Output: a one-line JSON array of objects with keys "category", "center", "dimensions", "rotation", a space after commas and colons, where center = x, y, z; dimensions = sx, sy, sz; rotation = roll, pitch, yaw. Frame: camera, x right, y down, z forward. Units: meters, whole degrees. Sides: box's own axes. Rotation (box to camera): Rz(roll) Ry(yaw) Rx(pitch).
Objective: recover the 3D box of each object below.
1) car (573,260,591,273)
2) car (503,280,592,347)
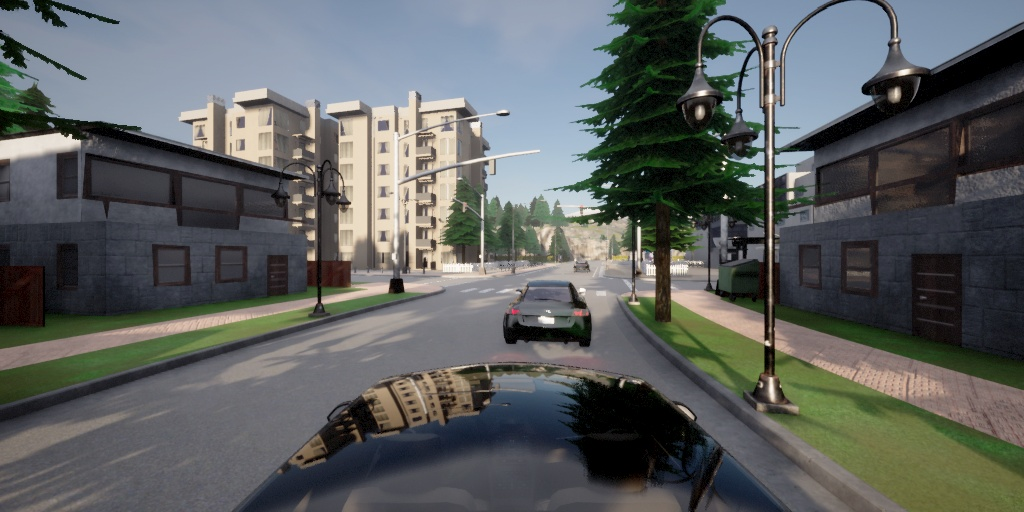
[{"category": "car", "center": [8.776, 1.276, 44.988], "dimensions": [2.128, 1.511, 4.902], "rotation": [0, 0, 14]}, {"category": "car", "center": [1.005, 1.314, 9.454], "dimensions": [1.994, 1.385, 4.181], "rotation": [0, 0, 8]}]
